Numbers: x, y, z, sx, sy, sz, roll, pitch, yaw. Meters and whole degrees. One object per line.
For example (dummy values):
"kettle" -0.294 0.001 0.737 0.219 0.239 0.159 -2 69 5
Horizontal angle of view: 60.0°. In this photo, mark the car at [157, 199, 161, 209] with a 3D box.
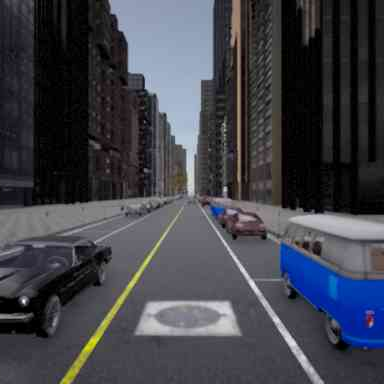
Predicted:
"car" -5.766 1.798 45.597 1.752 1.417 4.829 0 0 0

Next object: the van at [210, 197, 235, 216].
"van" 2.761 1.511 28.739 1.690 1.788 3.998 0 0 0

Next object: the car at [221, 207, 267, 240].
"car" 2.761 1.683 17.383 1.802 1.307 4.206 0 0 0

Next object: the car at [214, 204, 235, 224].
"car" 2.761 1.717 23.060 1.802 1.307 4.206 0 0 0

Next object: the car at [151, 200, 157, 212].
"car" -5.765 1.679 40.090 1.967 1.590 4.097 0 0 0

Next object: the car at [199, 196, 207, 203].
"car" 2.756 1.964 85.513 1.967 1.590 4.097 0 0 0

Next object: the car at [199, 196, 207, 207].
"car" 2.759 1.656 57.126 2.192 1.841 5.009 0 0 0

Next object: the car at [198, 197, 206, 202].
"car" 2.756 2.128 91.191 1.947 1.339 4.313 0 0 0

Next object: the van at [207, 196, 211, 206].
"van" 2.760 1.545 34.417 1.690 1.788 3.998 0 0 0

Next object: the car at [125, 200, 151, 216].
"car" -5.765 1.756 34.412 2.008 1.369 4.403 0 0 0

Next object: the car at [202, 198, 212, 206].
"car" 2.758 1.903 62.973 1.752 1.417 4.829 0 0 0

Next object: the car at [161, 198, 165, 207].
"car" -5.766 1.874 51.444 1.947 1.339 4.313 0 0 0

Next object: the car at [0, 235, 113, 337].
"car" -3.090 1.640 6.837 1.895 1.301 4.718 0 0 0

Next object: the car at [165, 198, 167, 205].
"car" -5.766 1.867 56.951 1.752 1.417 4.829 0 0 0

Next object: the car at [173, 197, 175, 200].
"car" -5.768 2.032 79.830 1.887 1.381 4.507 0 0 0

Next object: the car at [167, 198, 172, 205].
"car" -5.767 1.958 68.476 1.887 1.381 4.507 0 0 0

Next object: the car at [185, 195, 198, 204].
"car" -0.004 1.977 73.416 2.033 1.411 5.357 0 0 0

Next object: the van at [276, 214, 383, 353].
"van" 2.763 1.375 6.029 1.690 1.788 3.998 0 0 0

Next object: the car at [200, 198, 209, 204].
"car" 2.757 1.993 74.158 1.887 1.381 4.507 0 0 0
